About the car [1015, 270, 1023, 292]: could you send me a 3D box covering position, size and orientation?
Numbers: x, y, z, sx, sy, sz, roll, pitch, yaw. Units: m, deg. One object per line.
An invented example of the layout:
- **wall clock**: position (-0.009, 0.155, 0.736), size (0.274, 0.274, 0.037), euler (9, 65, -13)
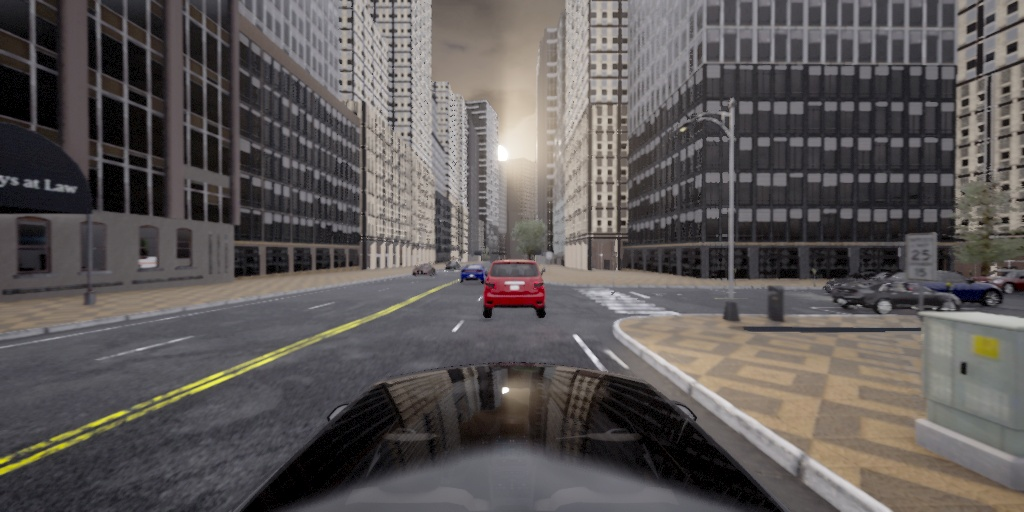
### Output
- **car**: position (32.744, 1.648, 23.667), size (4.097, 1.591, 1.967), euler (0, 0, -1)

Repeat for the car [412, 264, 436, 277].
- **car**: position (-9.834, 1.578, 40.358), size (1.994, 1.385, 4.181), euler (0, 0, 0)

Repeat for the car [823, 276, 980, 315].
- **car**: position (15.915, 1.668, 14.950), size (4.403, 1.370, 2.007), euler (0, 0, -1)

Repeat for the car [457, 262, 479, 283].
- **car**: position (-3.151, 1.417, 30.368), size (1.882, 1.535, 5.008), euler (0, -1, 0)

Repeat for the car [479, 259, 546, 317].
- **car**: position (0.091, 1.169, 14.346), size (2.150, 2.045, 5.566), euler (0, -1, 0)

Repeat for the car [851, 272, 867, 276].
- **car**: position (20.973, 1.639, 20.922), size (4.674, 1.442, 1.812), euler (1, 1, -1)

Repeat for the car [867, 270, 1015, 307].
- **car**: position (21.032, 1.497, 17.757), size (4.553, 1.767, 2.097), euler (0, 1, 0)

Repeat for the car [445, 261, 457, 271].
- **car**: position (-9.776, 1.649, 59.122), size (1.837, 1.490, 4.892), euler (0, 0, 1)
